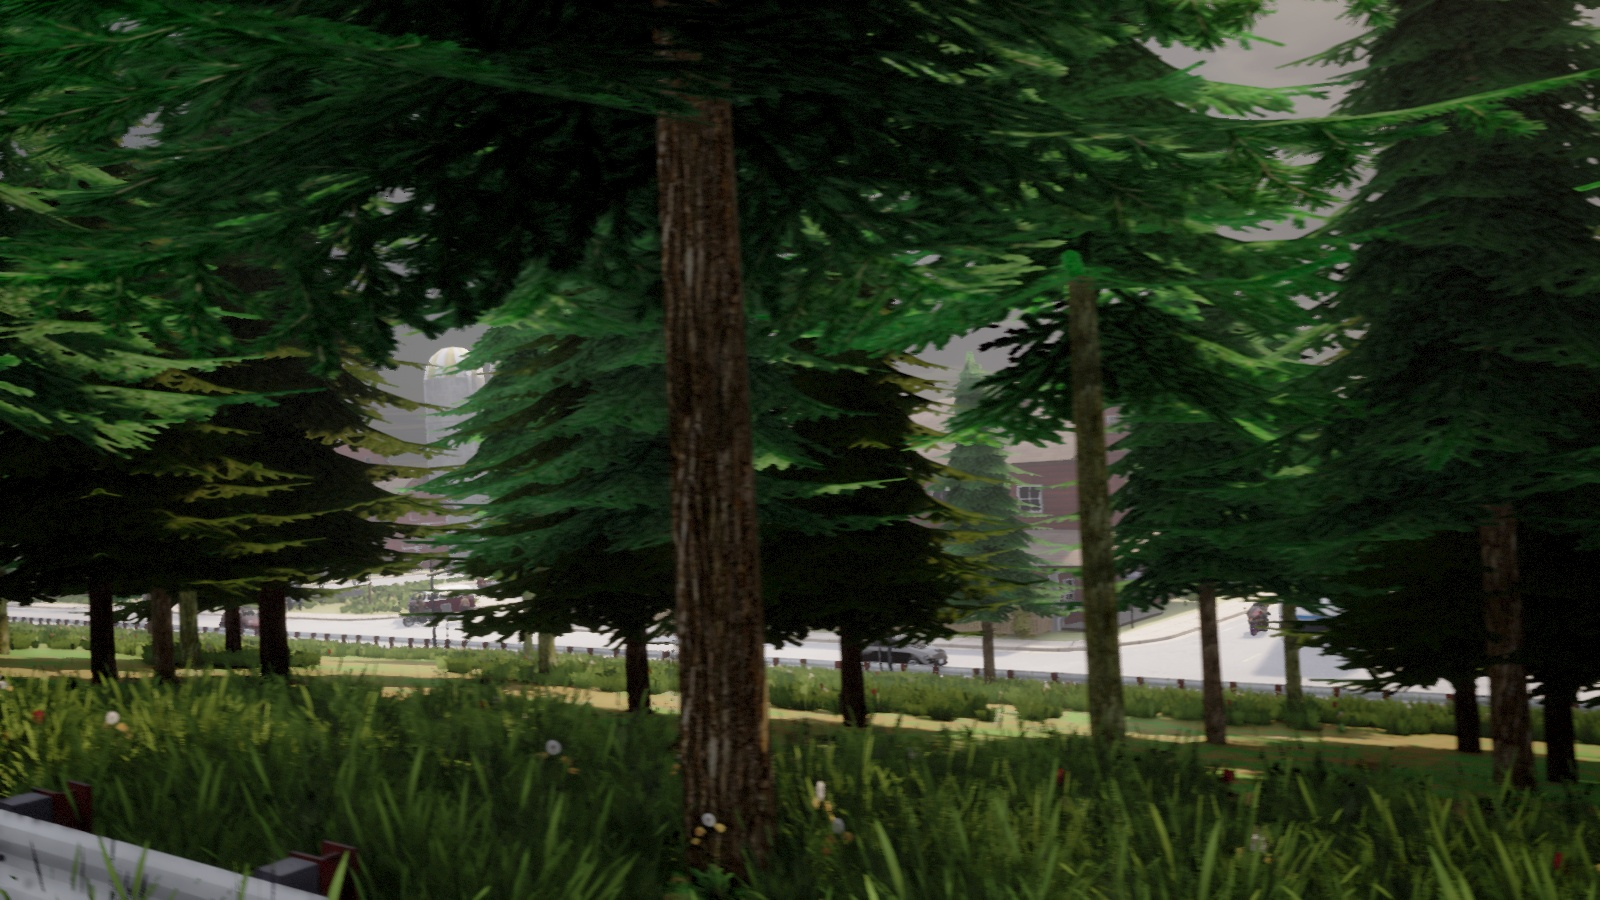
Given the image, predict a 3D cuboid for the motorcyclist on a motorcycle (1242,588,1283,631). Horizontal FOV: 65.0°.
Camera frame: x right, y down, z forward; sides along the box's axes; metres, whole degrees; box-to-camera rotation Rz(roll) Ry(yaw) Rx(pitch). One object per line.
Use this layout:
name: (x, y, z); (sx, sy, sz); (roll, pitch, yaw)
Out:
motorcyclist on a motorcycle: (19.710, 6.774, 53.486); (0.866, 1.530, 2.191); (-5, -2, 38)

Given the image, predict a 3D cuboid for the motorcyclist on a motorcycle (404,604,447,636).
motorcyclist on a motorcycle: (-23.361, 10.590, 78.368); (2.350, 1.649, 0.766); (-4, -2, -29)

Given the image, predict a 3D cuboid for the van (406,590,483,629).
van: (-23.446, 10.492, 82.926); (2.069, 2.038, 4.480); (-5, -2, 36)

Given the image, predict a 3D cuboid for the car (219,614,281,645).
car: (-35.093, 11.426, 80.106); (3.988, 1.617, 1.851); (-5, -2, 38)

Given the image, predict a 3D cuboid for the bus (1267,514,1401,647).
bus: (22.004, 5.132, 51.333); (3.944, 4.253, 10.273); (-5, -2, 27)

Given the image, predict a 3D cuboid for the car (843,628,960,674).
car: (3.991, 7.918, 49.686); (4.193, 1.474, 1.816); (-5, -2, 38)
